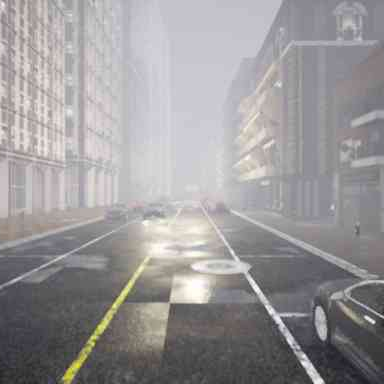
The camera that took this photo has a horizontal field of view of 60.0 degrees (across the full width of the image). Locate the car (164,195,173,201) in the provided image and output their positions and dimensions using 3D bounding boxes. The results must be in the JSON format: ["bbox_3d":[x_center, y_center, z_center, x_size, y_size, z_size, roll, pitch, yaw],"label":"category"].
[{"bbox_3d":[-5.700,1.494,82.621,1.967,1.590,4.097,0,0,0],"label":"car"}]

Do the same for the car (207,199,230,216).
[{"bbox_3d":[2.687,1.592,31.785,1.802,1.307,4.206,0,0,0],"label":"car"}]

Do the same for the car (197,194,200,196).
[{"bbox_3d":[2.682,1.597,76.973,2.008,1.369,4.403,0,0,0],"label":"car"}]

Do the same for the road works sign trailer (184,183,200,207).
[{"bbox_3d":[-0.006,0.486,50.090,2.380,3.560,2.880,0,0,0],"label":"road works sign trailer"}]

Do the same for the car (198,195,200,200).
[{"bbox_3d":[2.683,1.600,65.676,1.947,1.339,4.313,0,0,0],"label":"car"}]

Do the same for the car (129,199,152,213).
[{"bbox_3d":[-5.694,1.558,37.433,1.887,1.381,4.507,0,0,0],"label":"car"}]

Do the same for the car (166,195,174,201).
[{"bbox_3d":[-5.700,1.586,88.099,1.752,1.417,4.829,0,0,0],"label":"car"}]

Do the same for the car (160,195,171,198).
[{"bbox_3d":[-5.698,1.601,65.675,1.947,1.339,4.313,0,0,0],"label":"car"}]

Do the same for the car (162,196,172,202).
[{"bbox_3d":[-5.699,1.597,76.971,2.008,1.369,4.403,0,0,0],"label":"car"}]

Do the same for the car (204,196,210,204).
[{"bbox_3d":[2.686,1.453,37.433,1.967,1.590,4.097,0,0,0],"label":"car"}]

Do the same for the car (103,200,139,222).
[{"bbox_3d":[-5.692,1.558,26.135,2.008,1.369,4.403,0,0,0],"label":"car"}]

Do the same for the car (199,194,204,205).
[{"bbox_3d":[2.684,1.554,60.197,1.752,1.417,4.829,0,0,0],"label":"car"}]

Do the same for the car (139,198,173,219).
[{"bbox_3d":[-3.102,1.556,29.189,2.033,1.411,5.357,0,0,0],"label":"car"}]

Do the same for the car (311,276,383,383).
[{"bbox_3d":[2.691,1.551,3.542,2.008,1.369,4.403,0,0,0],"label":"car"}]

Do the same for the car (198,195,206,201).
[{"bbox_3d":[2.680,1.501,88.270,1.967,1.590,4.097,0,0,0],"label":"car"}]

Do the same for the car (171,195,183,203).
[{"bbox_3d":[-3.009,1.556,71.215,1.812,1.442,4.674,0,0,0],"label":"car"}]
